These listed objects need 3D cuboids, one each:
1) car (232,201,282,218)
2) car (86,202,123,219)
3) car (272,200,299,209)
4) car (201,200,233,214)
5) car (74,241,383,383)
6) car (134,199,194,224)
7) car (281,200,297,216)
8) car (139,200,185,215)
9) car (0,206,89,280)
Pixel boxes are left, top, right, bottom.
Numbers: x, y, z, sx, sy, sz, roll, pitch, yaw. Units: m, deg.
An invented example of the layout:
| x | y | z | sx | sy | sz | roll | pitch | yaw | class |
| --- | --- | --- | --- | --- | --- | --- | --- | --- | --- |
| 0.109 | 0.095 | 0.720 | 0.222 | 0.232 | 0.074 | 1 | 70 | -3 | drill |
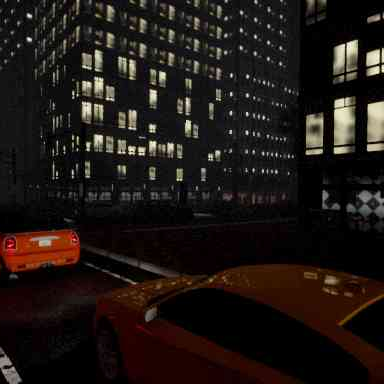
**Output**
| x | y | z | sx | sy | sz | roll | pitch | yaw | class |
| --- | --- | --- | --- | --- | --- | --- | --- | --- | --- |
| 6.660 | 1.832 | 33.906 | 4.829 | 1.417 | 1.752 | 1 | 0 | -39 | car |
| -8.390 | 1.613 | 29.217 | 4.674 | 1.442 | 1.812 | 1 | 1 | -37 | car |
| 14.336 | 1.881 | 50.979 | 4.313 | 1.339 | 1.947 | 1 | 0 | -39 | car |
| 3.175 | 1.720 | 38.521 | 4.892 | 1.490 | 1.837 | 0 | 1 | -39 | car |
| 0.749 | 1.476 | 3.245 | 1.882 | 1.535 | 5.008 | 0 | 0 | -40 | car |
| -2.211 | 1.523 | 26.669 | 5.009 | 1.841 | 2.192 | 1 | 0 | -39 | car |
| 10.899 | 1.935 | 37.363 | 4.206 | 1.307 | 1.802 | 1 | 0 | -39 | car |
| -3.272 | 1.647 | 36.619 | 4.829 | 1.417 | 1.752 | 1 | 0 | -39 | car |
| -5.193 | 1.347 | 10.285 | 2.097 | 1.767 | 4.553 | 0 | 0 | -40 | car |
